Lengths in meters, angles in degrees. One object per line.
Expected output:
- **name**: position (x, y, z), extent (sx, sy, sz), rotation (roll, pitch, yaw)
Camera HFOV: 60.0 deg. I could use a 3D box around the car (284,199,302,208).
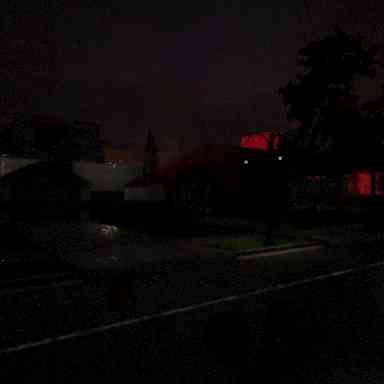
- **car**: position (16.700, 2.006, 57.814), extent (1.882, 1.535, 5.008), rotation (1, -1, -33)
